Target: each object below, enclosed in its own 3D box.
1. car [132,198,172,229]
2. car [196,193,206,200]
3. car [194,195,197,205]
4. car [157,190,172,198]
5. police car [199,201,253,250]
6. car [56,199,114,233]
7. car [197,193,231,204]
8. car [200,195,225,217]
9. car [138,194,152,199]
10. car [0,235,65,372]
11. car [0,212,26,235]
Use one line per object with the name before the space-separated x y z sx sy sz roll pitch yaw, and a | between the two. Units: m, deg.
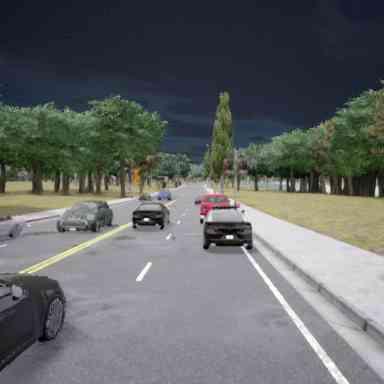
car | -2.537 1.425 21.438 1.882 1.535 5.008 0 0 1
car | 1.742 0.884 64.179 1.895 1.301 4.718 0 1 2
car | 1.336 1.183 48.637 1.895 1.301 4.718 0 1 2
car | -4.937 0.583 60.274 2.150 2.045 5.566 0 1 2
police car | 1.402 1.394 14.368 1.930 1.638 5.238 0 0 2
car | -6.046 1.309 19.299 2.097 1.767 4.553 0 0 2
car | 1.664 1.156 24.280 2.150 2.045 5.566 0 0 2
car | 1.819 1.233 30.216 2.097 1.767 4.553 0 1 2
car | -8.231 0.962 58.539 1.994 1.385 4.181 0 1 2
car | -3.011 1.522 3.513 1.812 1.442 4.674 0 0 1
car | -9.421 1.571 14.679 1.895 1.301 4.718 0 0 2
